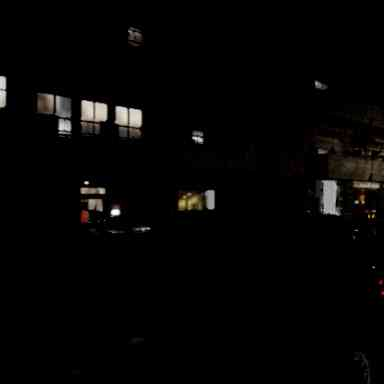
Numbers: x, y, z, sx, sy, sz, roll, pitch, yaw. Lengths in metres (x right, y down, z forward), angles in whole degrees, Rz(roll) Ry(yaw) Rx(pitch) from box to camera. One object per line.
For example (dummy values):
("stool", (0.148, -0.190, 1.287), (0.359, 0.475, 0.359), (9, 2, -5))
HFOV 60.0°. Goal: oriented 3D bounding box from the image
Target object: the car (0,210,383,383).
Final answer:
("car", (-0.356, 1.239, 3.009), (5.566, 2.045, 2.150), (0, 0, -37))
